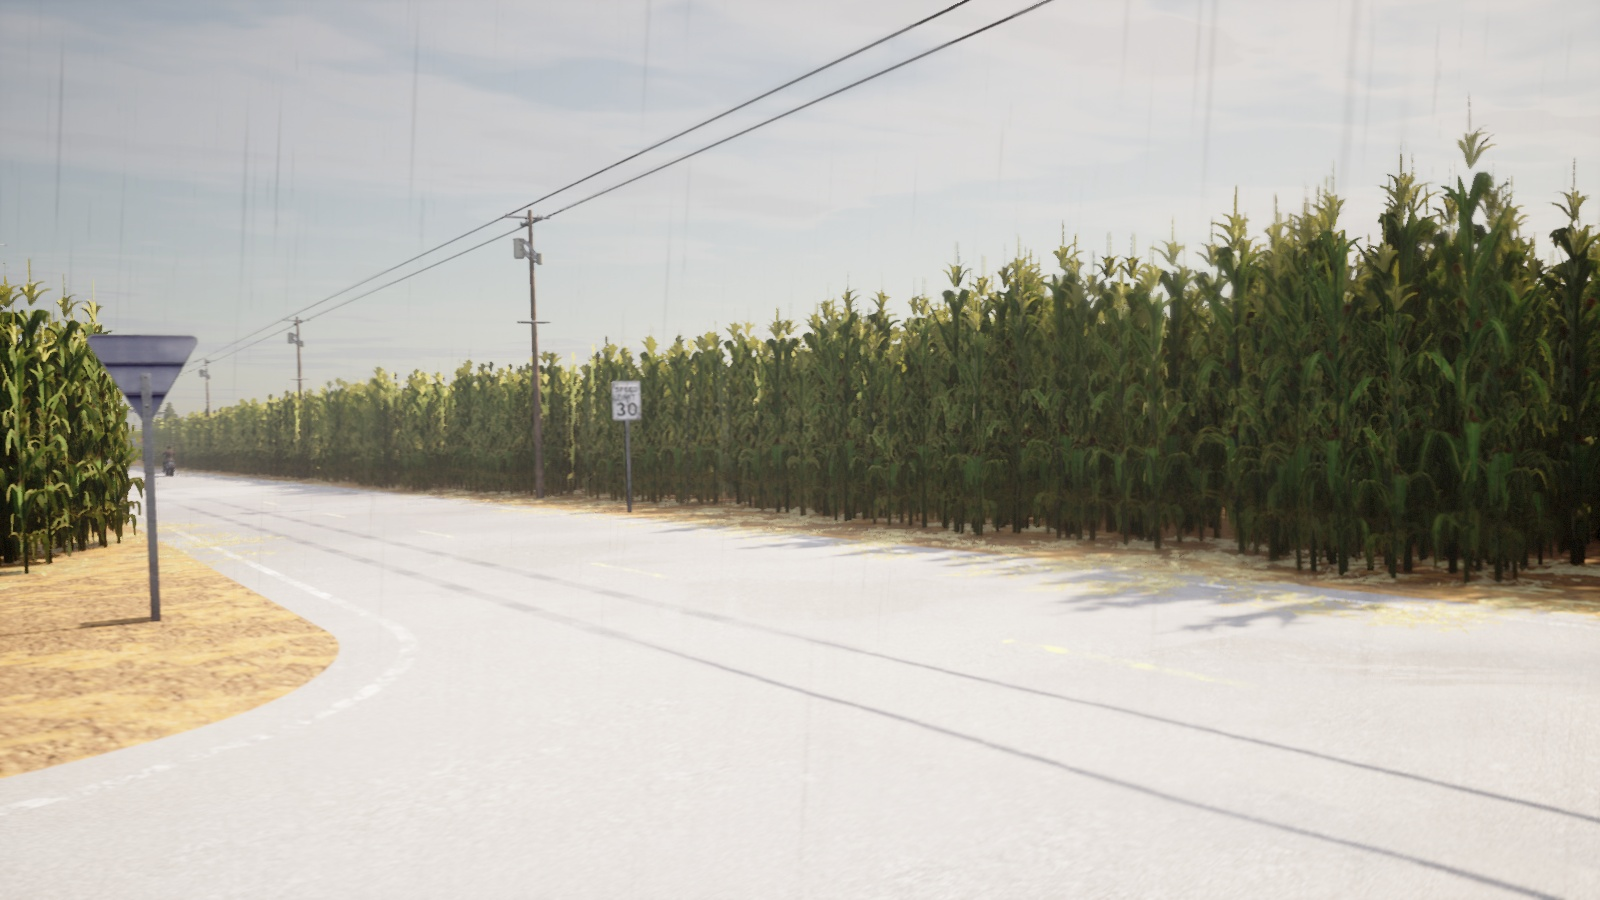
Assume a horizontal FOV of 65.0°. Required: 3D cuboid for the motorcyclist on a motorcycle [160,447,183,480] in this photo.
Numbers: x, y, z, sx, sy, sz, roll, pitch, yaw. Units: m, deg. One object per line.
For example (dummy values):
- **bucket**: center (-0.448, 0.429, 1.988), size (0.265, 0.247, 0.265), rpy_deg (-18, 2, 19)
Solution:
- **motorcyclist on a motorcycle**: center (-32.800, 0.714, 65.538), size (0.766, 1.649, 2.350), rpy_deg (-3, 1, -32)
